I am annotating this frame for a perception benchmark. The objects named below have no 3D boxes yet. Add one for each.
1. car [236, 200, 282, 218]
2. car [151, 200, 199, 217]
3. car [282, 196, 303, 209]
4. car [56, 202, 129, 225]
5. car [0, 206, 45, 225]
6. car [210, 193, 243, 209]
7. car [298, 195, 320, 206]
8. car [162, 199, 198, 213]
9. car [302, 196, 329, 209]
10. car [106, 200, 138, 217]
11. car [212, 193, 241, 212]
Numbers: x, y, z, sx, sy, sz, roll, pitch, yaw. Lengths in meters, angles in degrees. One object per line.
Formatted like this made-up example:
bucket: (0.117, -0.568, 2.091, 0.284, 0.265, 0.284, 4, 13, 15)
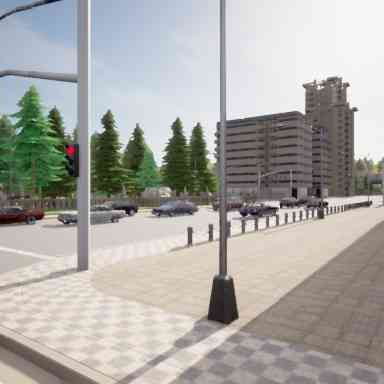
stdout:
car: (6.085, 1.601, 29.812, 1.895, 1.301, 4.718, 0, 0, 35)
car: (-1.502, 1.547, 31.563, 2.033, 1.411, 5.357, 0, 0, 36)
car: (13.785, 1.505, 46.668, 1.837, 1.490, 4.892, 0, 0, 36)
car: (-7.103, 1.601, 23.703, 1.895, 1.301, 4.718, 0, 0, 35)
car: (-12.527, 1.601, 22.200, 1.895, 1.301, 4.718, 0, 0, 37)
car: (4.951, 1.221, 46.594, 2.150, 2.045, 5.566, 0, 0, 36)
car: (19.073, 1.352, 54.098, 2.097, 1.767, 4.553, 0, 0, 35)
car: (-1.298, 1.564, 37.891, 1.994, 1.385, 4.181, 0, 0, 35)
car: (17.244, 1.547, 45.491, 2.033, 1.411, 5.357, 0, 0, 35)
car: (-7.044, 1.478, 29.821, 1.882, 1.535, 5.008, 0, 0, 36)
car: (4.304, 1.352, 39.699, 2.097, 1.767, 4.553, 0, 0, 36)
